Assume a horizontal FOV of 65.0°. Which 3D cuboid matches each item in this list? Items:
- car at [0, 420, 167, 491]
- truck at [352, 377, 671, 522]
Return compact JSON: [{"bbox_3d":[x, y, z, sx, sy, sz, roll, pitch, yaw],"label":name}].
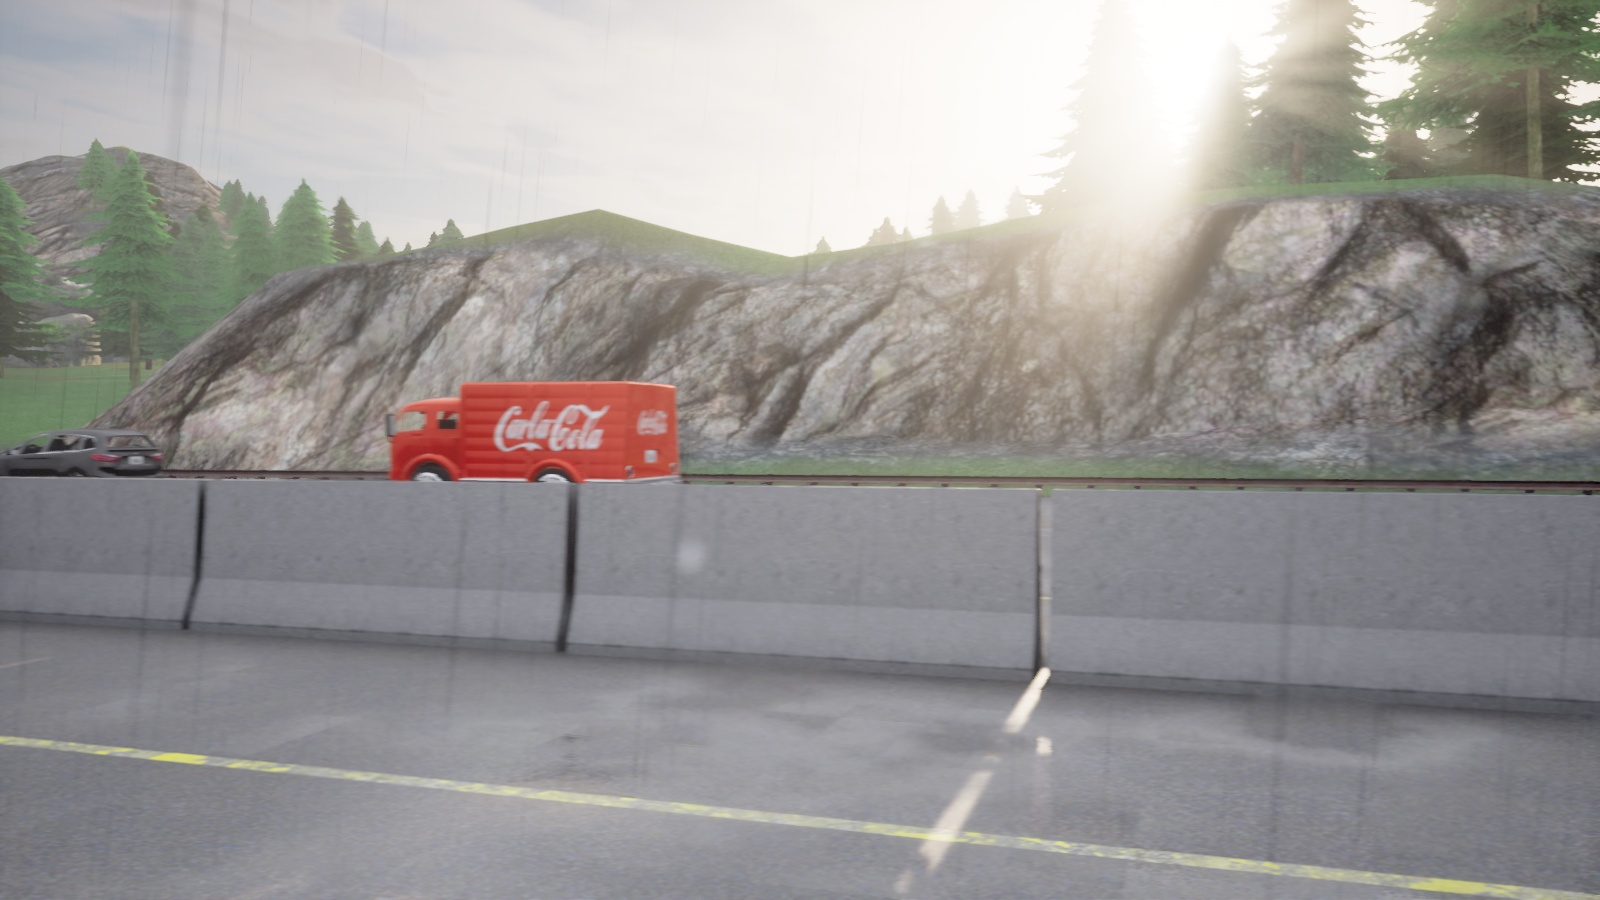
[{"bbox_3d":[-18.658,0.094,31.623,4.611,1.667,2.242,1,1,19],"label":"car"},{"bbox_3d":[-5.336,-0.053,23.443,5.204,2.467,2.627,1,1,19],"label":"truck"}]
